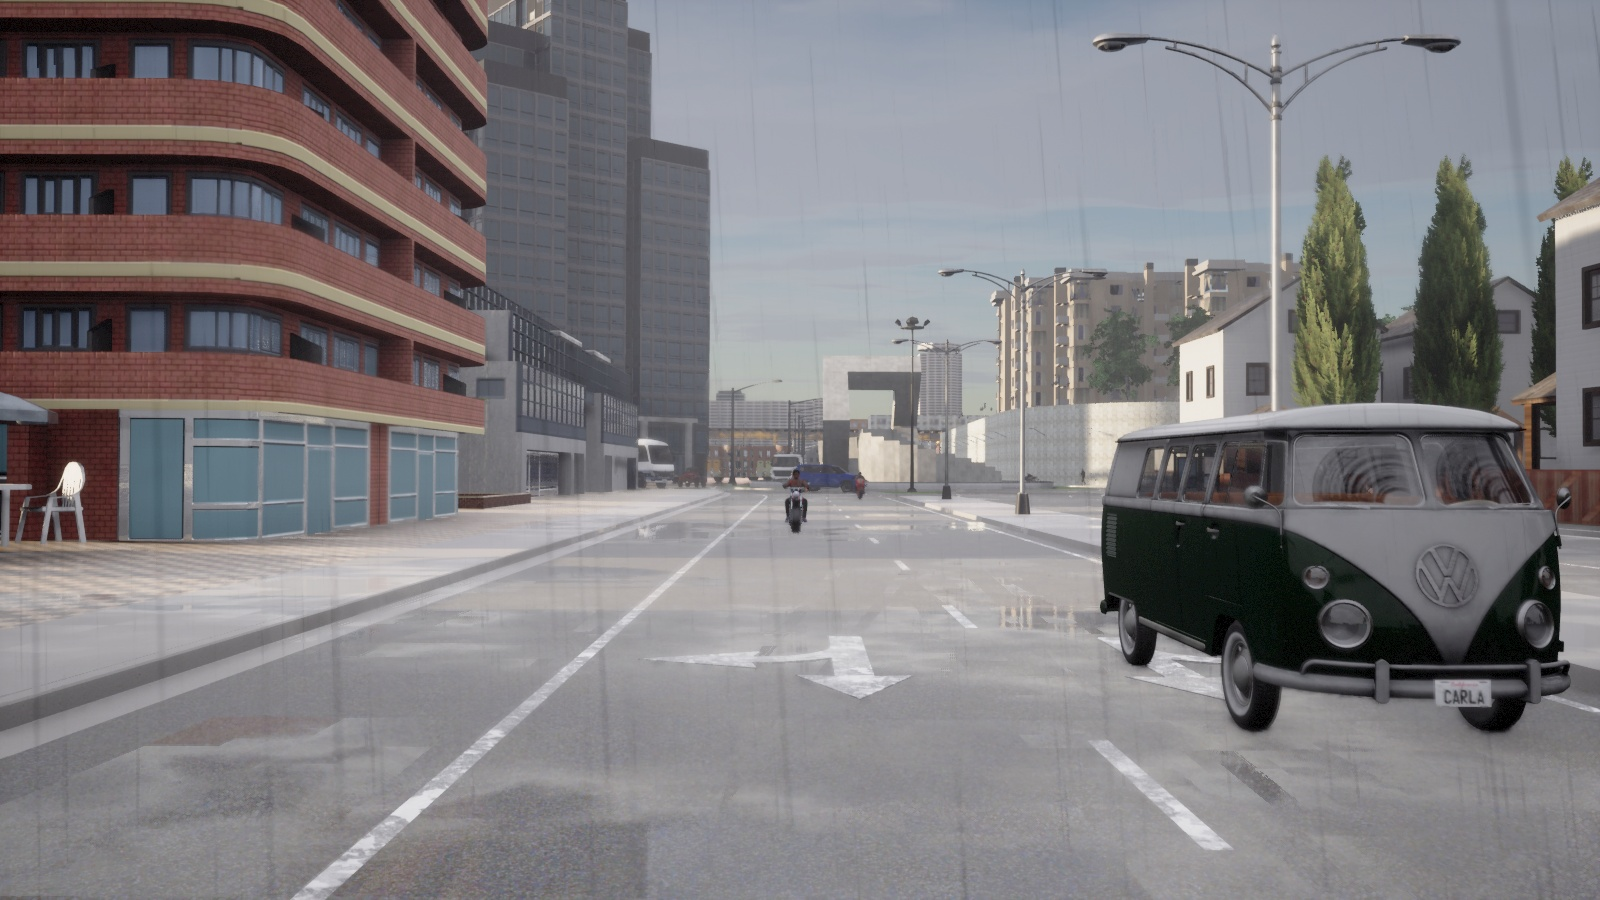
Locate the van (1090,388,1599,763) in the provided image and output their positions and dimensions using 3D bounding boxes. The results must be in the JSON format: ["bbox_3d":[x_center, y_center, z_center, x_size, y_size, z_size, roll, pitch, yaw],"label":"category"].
[{"bbox_3d":[3.474,0.701,8.916,1.775,1.987,4.442,0,-1,0],"label":"van"}]

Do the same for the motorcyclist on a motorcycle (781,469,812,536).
[{"bbox_3d":[-0.087,1.304,32.165,0.766,1.649,2.350,0,-1,0],"label":"motorcyclist on a motorcycle"}]

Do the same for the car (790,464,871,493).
[{"bbox_3d":[2.221,2.066,92.007,5.566,2.045,2.150,-1,-1,22],"label":"car"}]
